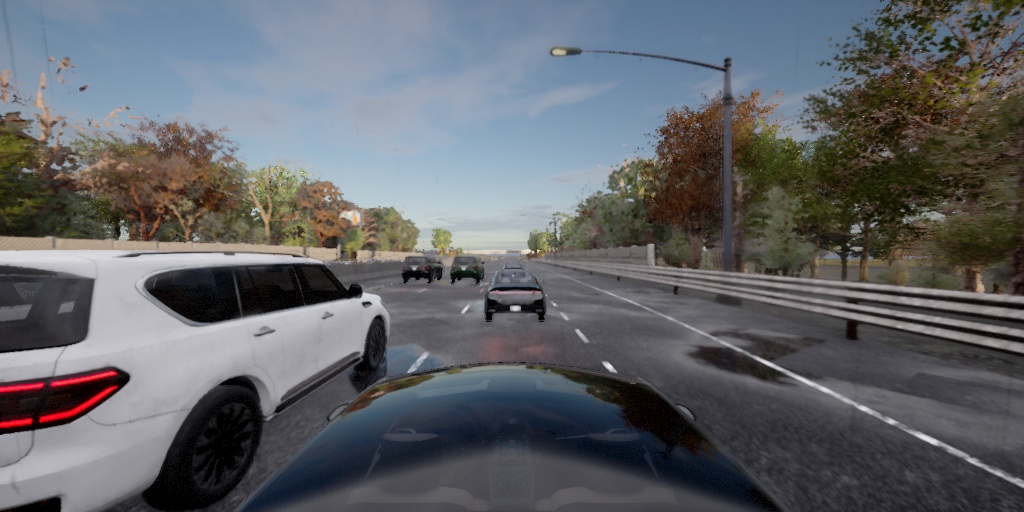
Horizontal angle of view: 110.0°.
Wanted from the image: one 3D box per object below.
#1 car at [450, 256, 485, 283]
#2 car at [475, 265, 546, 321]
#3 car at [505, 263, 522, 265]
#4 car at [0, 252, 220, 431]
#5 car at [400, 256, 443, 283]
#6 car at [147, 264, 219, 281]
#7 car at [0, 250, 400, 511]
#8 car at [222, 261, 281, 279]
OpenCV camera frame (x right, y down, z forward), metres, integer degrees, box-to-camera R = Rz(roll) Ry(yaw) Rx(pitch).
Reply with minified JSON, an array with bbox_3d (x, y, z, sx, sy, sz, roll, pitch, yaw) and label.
[{"bbox_3d":[-3.405,0.995,28.056,2.150,2.045,5.566,0,0,0],"label":"car"},{"bbox_3d":[0.100,1.248,12.416,2.128,1.511,4.902,0,0,0],"label":"car"},{"bbox_3d":[0.101,1.266,28.925,2.128,1.511,4.902,0,0,0],"label":"car"},{"bbox_3d":[-6.901,0.973,4.369,2.150,2.045,5.566,0,0,0],"label":"car"},{"bbox_3d":[-6.904,0.995,28.068,2.150,2.045,5.566,0,0,0],"label":"car"},{"bbox_3d":[-28.097,1.379,30.909,1.895,1.301,4.718,0,0,0],"label":"car"},{"bbox_3d":[-3.401,0.973,4.479,2.150,2.045,5.566,0,0,0],"label":"car"},{"bbox_3d":[-24.593,1.260,34.124,1.882,1.535,5.008,0,0,0],"label":"car"}]
